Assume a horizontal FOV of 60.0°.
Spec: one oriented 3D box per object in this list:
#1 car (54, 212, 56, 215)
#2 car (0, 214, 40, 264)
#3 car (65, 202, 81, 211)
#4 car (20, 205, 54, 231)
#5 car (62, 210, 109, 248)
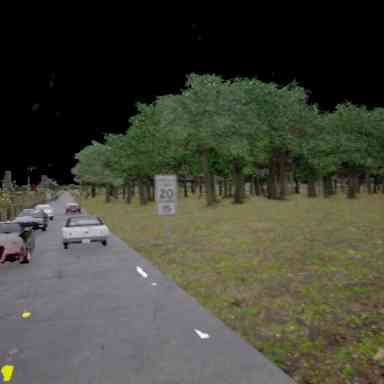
[{"bbox_3d":[-14.528,1.986,32.579,1.812,1.442,4.674,-1,0,-20],"label":"car"},{"bbox_3d":[-6.897,1.776,12.110,1.994,1.385,4.181,-1,0,-21],"label":"car"},{"bbox_3d":[-15.501,2.033,43.475,1.812,1.442,4.674,-1,0,-21],"label":"car"},{"bbox_3d":[-10.966,1.892,22.982,2.033,1.411,5.357,-1,0,-21],"label":"car"},{"bbox_3d":[-5.211,1.786,16.010,1.895,1.301,4.718,-1,0,-21],"label":"car"}]
